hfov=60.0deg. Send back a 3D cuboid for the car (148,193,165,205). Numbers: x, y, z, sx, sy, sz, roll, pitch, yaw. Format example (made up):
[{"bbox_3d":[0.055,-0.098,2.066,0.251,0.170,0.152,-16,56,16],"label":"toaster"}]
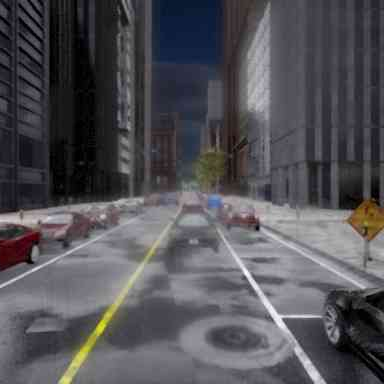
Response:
[{"bbox_3d":[-5.675,1.138,54.088,2.192,1.841,5.009,0,0,0],"label":"car"}]

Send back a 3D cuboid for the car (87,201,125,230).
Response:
[{"bbox_3d":[-5.671,1.385,20.251,1.967,1.590,4.097,0,0,0],"label":"car"}]

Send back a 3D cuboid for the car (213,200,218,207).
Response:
[{"bbox_3d":[2.854,1.511,25.869,1.802,1.307,4.206,0,0,0],"label":"car"}]

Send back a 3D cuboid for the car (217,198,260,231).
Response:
[{"bbox_3d":[2.855,1.385,20.227,1.967,1.590,4.097,0,0,0],"label":"car"}]

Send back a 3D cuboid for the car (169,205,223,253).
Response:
[{"bbox_3d":[0.077,1.489,13.480,1.812,1.442,4.674,0,0,0],"label":"car"}]

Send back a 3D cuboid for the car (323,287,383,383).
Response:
[{"bbox_3d":[2.858,1.557,3.308,1.947,1.339,4.313,0,0,0],"label":"car"}]

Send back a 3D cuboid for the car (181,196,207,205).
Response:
[{"bbox_3d":[0.075,1.396,29.343,1.882,1.535,5.008,0,0,0],"label":"car"}]

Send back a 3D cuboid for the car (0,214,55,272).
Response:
[{"bbox_3d":[-5.669,1.520,8.972,1.887,1.381,4.507,0,0,0],"label":"car"}]

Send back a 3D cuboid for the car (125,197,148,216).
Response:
[{"bbox_3d":[-5.672,1.463,31.529,2.008,1.369,4.403,0,0,0],"label":"car"}]

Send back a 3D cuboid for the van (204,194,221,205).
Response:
[{"bbox_3d":[2.853,1.213,42.787,1.690,1.788,3.998,0,0,0],"label":"van"}]

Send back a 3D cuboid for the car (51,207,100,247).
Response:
[{"bbox_3d":[-5.670,1.542,14.611,1.802,1.307,4.206,0,0,0],"label":"car"}]

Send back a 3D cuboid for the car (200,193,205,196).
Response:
[{"bbox_3d":[2.857,1.319,59.912,1.752,1.417,4.829,0,1,1],"label":"car"}]

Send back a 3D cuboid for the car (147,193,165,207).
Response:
[{"bbox_3d":[-5.674,1.163,48.447,2.192,1.841,5.009,0,0,0],"label":"car"}]

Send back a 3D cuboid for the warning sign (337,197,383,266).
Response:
[{"bbox_3d":[5.065,1.089,9.572,1.300,1.860,1.060,0,0,0],"label":"warning sign"}]

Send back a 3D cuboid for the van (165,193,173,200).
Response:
[{"bbox_3d":[-5.680,1.037,82.280,1.690,1.788,3.998,0,0,0],"label":"van"}]

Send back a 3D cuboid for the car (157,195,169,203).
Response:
[{"bbox_3d":[-5.678,1.295,65.156,1.752,1.417,4.829,0,1,1],"label":"car"}]

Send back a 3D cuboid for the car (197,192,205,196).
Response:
[{"bbox_3d":[2.846,1.157,76.628,1.967,1.590,4.097,0,0,0],"label":"car"}]

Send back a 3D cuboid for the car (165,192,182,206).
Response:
[{"bbox_3d":[-3.092,1.067,48.881,2.150,2.045,5.566,0,0,0],"label":"car"}]

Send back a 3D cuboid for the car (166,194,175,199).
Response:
[{"bbox_3d":[-5.682,1.242,87.920,1.947,1.339,4.313,0,0,0],"label":"car"}]
